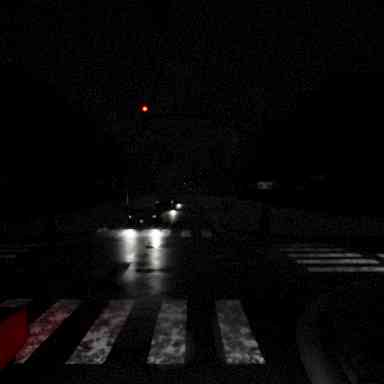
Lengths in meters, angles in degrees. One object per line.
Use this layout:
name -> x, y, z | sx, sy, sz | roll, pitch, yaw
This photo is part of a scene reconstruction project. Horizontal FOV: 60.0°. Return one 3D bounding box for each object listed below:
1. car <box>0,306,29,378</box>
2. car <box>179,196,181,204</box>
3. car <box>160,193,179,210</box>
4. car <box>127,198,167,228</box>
car -> -2.848, 1.585, 1.689 | 1.895, 1.301, 4.718 | 0, 0, 0
car -> -2.766, 1.071, 52.014 | 1.882, 1.535, 5.008 | 0, 1, 0
car -> -2.825, 1.057, 36.960 | 2.097, 1.767, 4.553 | 0, 1, 0
car -> -2.838, 1.356, 21.049 | 1.812, 1.442, 4.674 | 0, 0, 0
